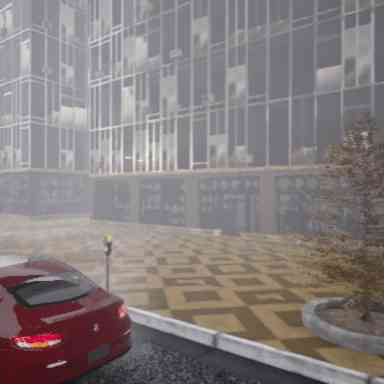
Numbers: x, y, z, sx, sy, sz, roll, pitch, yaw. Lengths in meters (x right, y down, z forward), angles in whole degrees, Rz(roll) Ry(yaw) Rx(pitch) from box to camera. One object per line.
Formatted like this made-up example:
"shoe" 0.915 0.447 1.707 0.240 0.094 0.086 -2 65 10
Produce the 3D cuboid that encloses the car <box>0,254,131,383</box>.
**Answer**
"car" -2.693 1.581 4.792 4.206 1.307 1.802 0 0 35
